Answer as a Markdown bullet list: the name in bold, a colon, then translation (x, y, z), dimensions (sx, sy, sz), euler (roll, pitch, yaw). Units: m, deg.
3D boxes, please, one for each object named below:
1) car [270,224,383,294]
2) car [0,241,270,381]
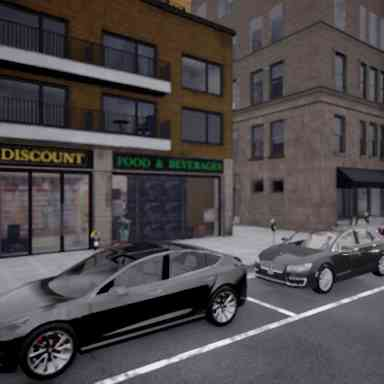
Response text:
- **car**: translation (3.535, 1.547, 8.666), dimensions (4.403, 1.369, 2.008), euler (0, 0, -35)
- **car**: translation (-0.975, 1.565, 5.486), dimensions (4.313, 1.339, 1.947), euler (0, 0, -35)
